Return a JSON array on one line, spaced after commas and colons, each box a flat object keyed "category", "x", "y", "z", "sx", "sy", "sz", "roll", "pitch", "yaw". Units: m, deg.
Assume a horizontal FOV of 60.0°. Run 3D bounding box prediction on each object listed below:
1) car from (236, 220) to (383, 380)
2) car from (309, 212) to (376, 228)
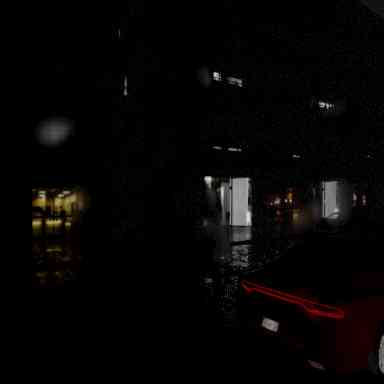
[{"category": "car", "x": 2.981, "y": 1.478, "z": 5.560, "sx": 5.008, "sy": 1.535, "sz": 1.882, "roll": 0, "pitch": 0, "yaw": -36}, {"category": "car", "x": 7.172, "y": 1.583, "z": 15.538, "sx": 4.206, "sy": 1.307, "sz": 1.802, "roll": 0, "pitch": 0, "yaw": -35}]
